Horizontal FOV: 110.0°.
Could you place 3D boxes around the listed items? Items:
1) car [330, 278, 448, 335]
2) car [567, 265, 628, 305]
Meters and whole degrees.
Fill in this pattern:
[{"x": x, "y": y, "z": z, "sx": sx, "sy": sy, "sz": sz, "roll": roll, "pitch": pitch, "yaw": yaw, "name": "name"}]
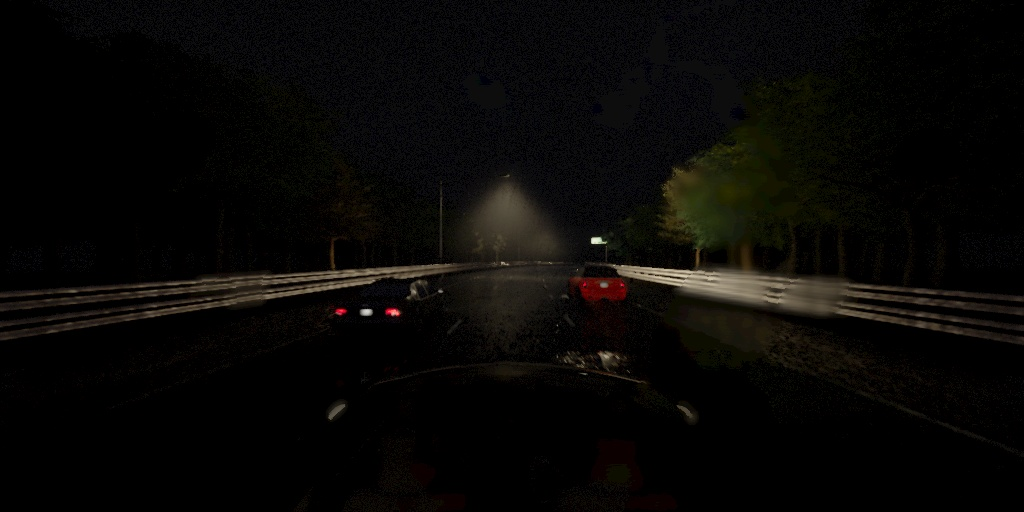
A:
[{"x": -3.306, "y": 1.362, "z": 10.755, "sx": 2.033, "sy": 1.411, "sz": 5.357, "roll": 0, "pitch": 0, "yaw": 1, "name": "car"}, {"x": 3.895, "y": 1.245, "z": 17.035, "sx": 2.097, "sy": 1.767, "sz": 4.553, "roll": 0, "pitch": -1, "yaw": 2, "name": "car"}]
